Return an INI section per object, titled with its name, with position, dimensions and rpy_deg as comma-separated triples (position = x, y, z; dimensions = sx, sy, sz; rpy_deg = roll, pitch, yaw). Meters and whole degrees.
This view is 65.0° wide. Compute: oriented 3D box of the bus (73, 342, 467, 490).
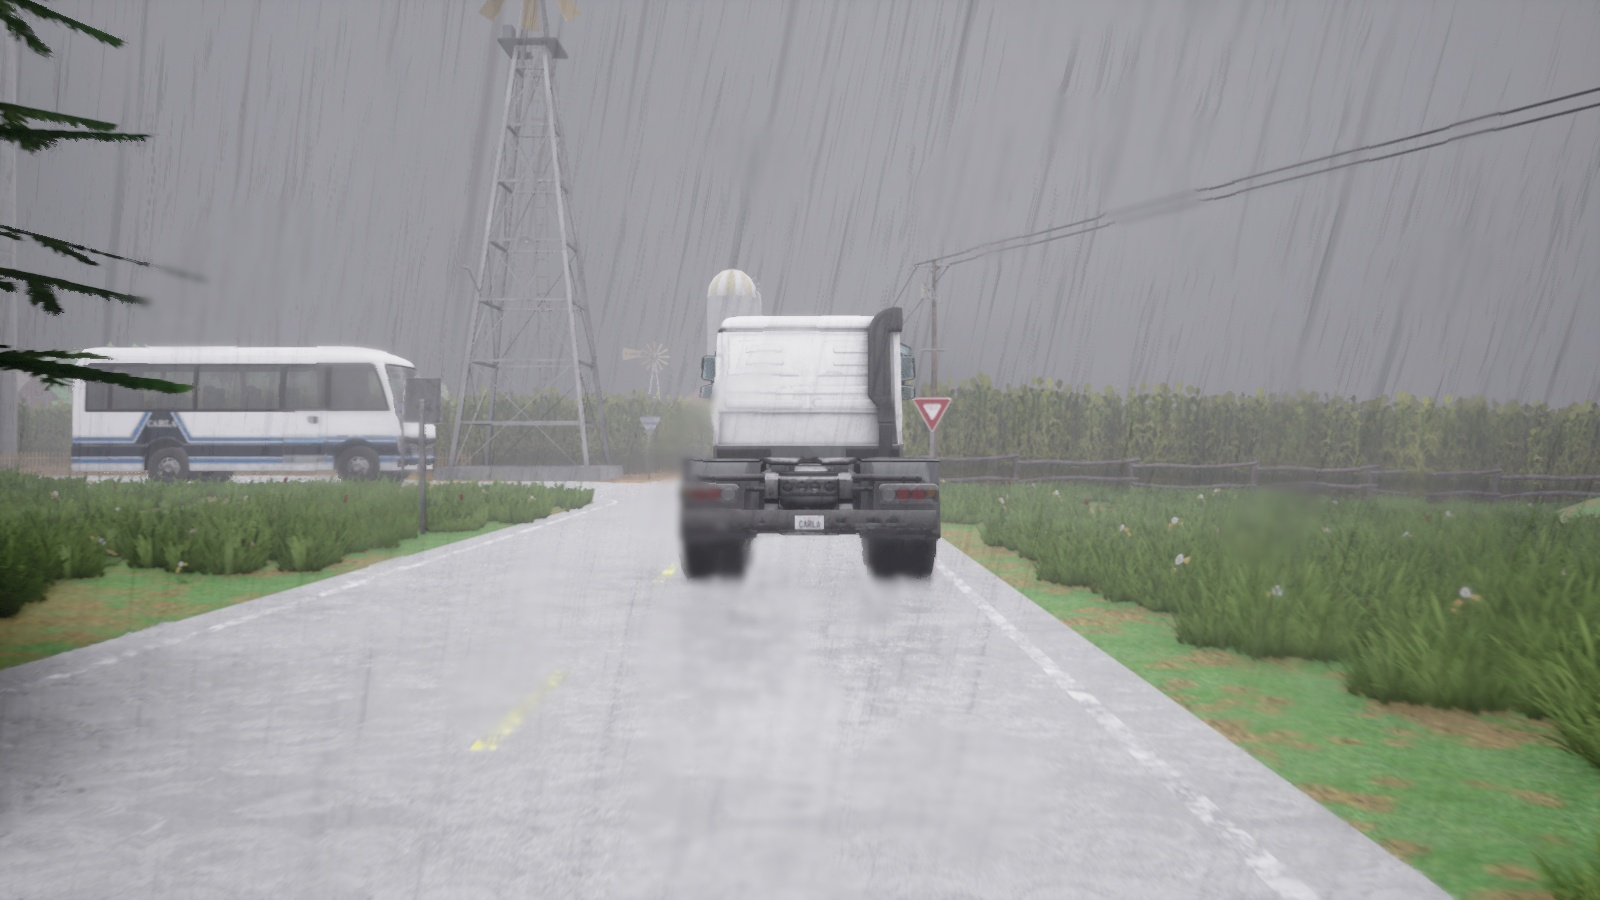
[bus]
position = -15.758, -0.997, 38.036
dimensions = 10.273, 4.253, 3.944
rpy_deg = 0, 0, 1

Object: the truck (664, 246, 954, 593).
[truck]
position = 0.112, -0.328, 16.504
dimensions = 2.891, 3.462, 7.936
rpy_deg = 0, 0, 0
